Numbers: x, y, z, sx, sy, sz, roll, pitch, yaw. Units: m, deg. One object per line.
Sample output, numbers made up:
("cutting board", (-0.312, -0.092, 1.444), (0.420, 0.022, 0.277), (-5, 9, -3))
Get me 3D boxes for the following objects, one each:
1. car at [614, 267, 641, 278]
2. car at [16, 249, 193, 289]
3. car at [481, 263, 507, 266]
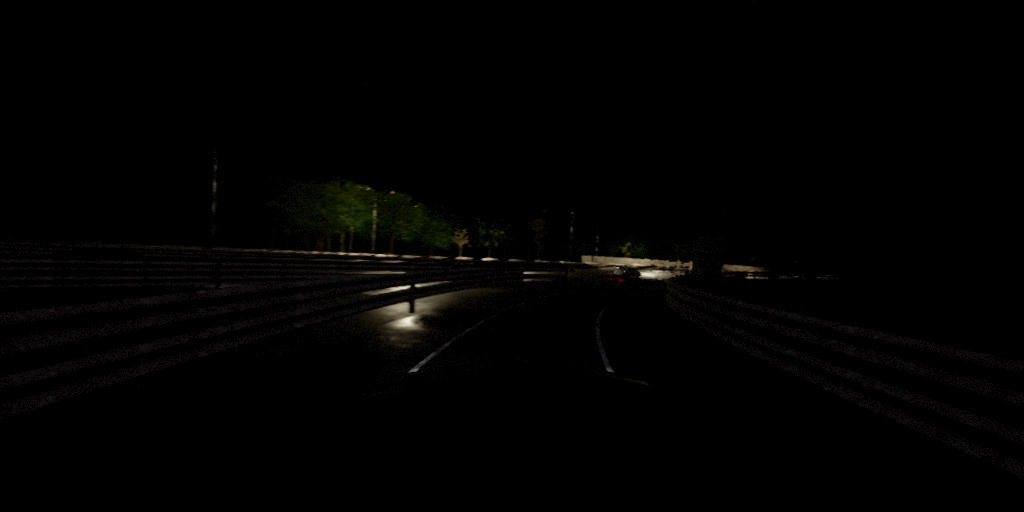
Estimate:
("car", (14.936, 2.098, 46.411), (4.674, 1.442, 1.812), (3, 0, -44))
("car", (-16.578, 0.490, 15.016), (1.837, 1.490, 4.892), (3, 0, 44))
("car", (-1.344, 1.304, 30.520), (5.357, 1.411, 2.033), (3, 0, -45))
